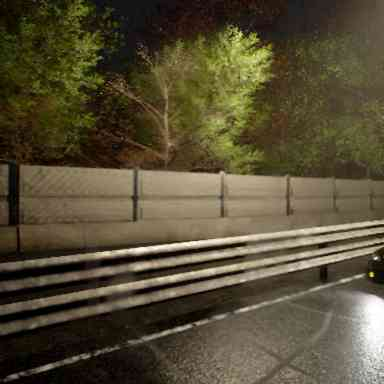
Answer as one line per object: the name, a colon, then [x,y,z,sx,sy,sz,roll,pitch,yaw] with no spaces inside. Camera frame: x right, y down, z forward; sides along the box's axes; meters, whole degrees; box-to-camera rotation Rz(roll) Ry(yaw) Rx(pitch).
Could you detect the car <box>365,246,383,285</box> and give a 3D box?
car: [6.002,1.496,7.927,4.181,1.385,1.994,0,0,-35]
